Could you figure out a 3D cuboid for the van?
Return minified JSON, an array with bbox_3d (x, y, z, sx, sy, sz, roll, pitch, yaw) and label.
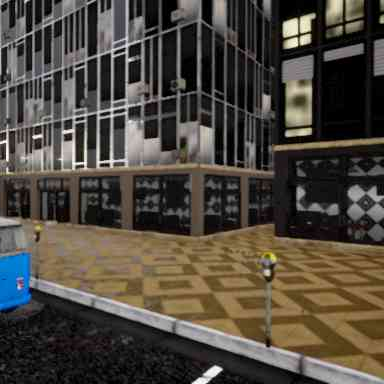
[{"bbox_3d":[-4.706,1.301,6.236,3.998,1.788,1.690,0,0,36],"label":"van"}]
